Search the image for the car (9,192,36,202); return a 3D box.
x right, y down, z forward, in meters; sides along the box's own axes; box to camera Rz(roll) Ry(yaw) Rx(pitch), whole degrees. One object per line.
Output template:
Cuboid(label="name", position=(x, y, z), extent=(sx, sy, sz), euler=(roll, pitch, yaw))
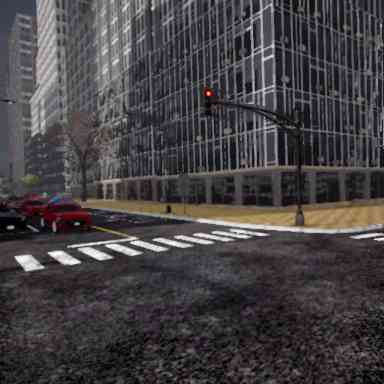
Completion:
Cuboid(label="car", position=(-18.386, 1.231, 35.316), extent=(2.097, 1.767, 4.553), euler=(-2, 1, -35))

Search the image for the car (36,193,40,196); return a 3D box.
Cuboid(label="car", position=(-26.384, 1.268, 57.323), extent=(1.802, 1.307, 4.206), euler=(-2, 1, -34))

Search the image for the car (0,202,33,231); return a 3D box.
Cuboid(label="car", position=(-10.968, 1.533, 19.671), extent=(1.947, 1.339, 4.313), euler=(-2, 1, -34))

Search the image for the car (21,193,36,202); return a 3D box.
Cuboid(label="car", position=(-32.799, 1.120, 66.707), extent=(1.967, 1.590, 4.097), euler=(-2, 1, -34))

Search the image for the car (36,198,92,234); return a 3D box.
Cuboid(label="car", position=(-7.289, 1.359, 19.088), extent=(1.882, 1.535, 5.008), euler=(-2, 1, -34))

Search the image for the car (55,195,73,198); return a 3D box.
Cuboid(label="car", position=(-12.315, 1.325, 32.132), extent=(2.033, 1.411, 5.357), euler=(-2, 1, -34))

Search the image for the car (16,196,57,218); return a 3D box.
Cuboid(label="car", position=(-12.709, 1.358, 27.025), extent=(1.882, 1.535, 5.008), euler=(-2, 1, -34))

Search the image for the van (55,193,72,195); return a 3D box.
Cuboid(label="van", position=(-16.772, 1.035, 43.239), extent=(1.690, 1.788, 3.998), euler=(-2, 1, -34))

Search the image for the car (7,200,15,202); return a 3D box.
Cuboid(label="car", position=(-14.159, 1.547, 24.377), extent=(1.802, 1.307, 4.206), euler=(-2, 1, -34))

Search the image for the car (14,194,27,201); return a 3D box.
Cuboid(label="car", position=(-39.209, 1.224, 76.096), extent=(2.008, 1.369, 4.403), euler=(-2, 1, -34))

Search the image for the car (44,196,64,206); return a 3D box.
Cuboid(label="car", position=(-19.972, 1.274, 47.936), extent=(1.802, 1.307, 4.206), euler=(-2, 1, -34))
